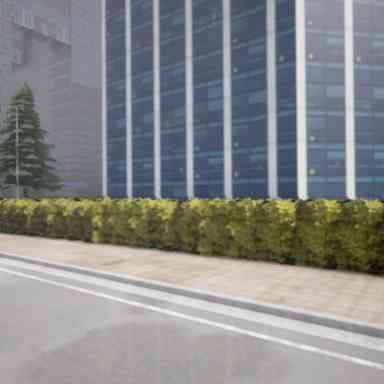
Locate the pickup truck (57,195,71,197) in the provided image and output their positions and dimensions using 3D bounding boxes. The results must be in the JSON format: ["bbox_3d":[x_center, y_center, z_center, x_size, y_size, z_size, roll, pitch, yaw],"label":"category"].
[{"bbox_3d":[-26.703,1.750,69.745,6.274,2.098,2.390,0,0,-24],"label":"pickup truck"}]
